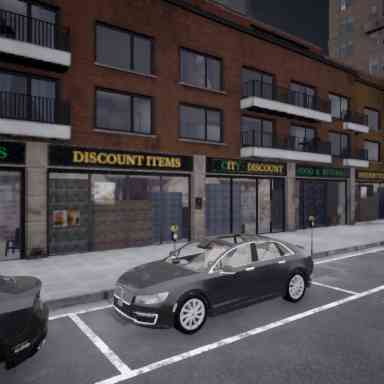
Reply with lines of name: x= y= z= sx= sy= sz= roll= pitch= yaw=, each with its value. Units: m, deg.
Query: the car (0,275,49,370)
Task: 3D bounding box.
car: x=-3.873 y=1.551 z=3.427 sx=4.403 sy=1.369 sz=2.008 roll=0 pitch=0 yaw=-35

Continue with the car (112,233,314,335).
car: x=0.623 y=1.550 z=6.628 sx=4.403 sy=1.369 sz=2.008 roll=0 pitch=0 yaw=-35
